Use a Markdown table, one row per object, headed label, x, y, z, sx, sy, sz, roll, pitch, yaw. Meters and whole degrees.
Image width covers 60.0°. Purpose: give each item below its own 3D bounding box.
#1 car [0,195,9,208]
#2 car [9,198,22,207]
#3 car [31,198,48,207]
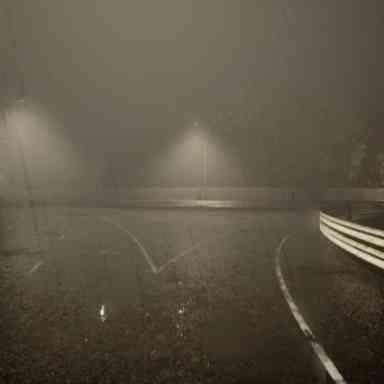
| label | x | y | z | sx | sy | sz | roll | pitch | yaw |
| --- | --- | --- | --- | --- | --- | --- | --- | --- | --- |
| car | -30.005 | 1.444 | 50.630 | 2.150 | 2.045 | 5.566 | 0 | 0 | -38 |
| car | -29.942 | 1.749 | 55.885 | 1.837 | 1.490 | 4.892 | 0 | -2 | -40 |
| car | -25.807 | 1.784 | 56.387 | 1.812 | 1.442 | 4.674 | 0 | -1 | -39 |
